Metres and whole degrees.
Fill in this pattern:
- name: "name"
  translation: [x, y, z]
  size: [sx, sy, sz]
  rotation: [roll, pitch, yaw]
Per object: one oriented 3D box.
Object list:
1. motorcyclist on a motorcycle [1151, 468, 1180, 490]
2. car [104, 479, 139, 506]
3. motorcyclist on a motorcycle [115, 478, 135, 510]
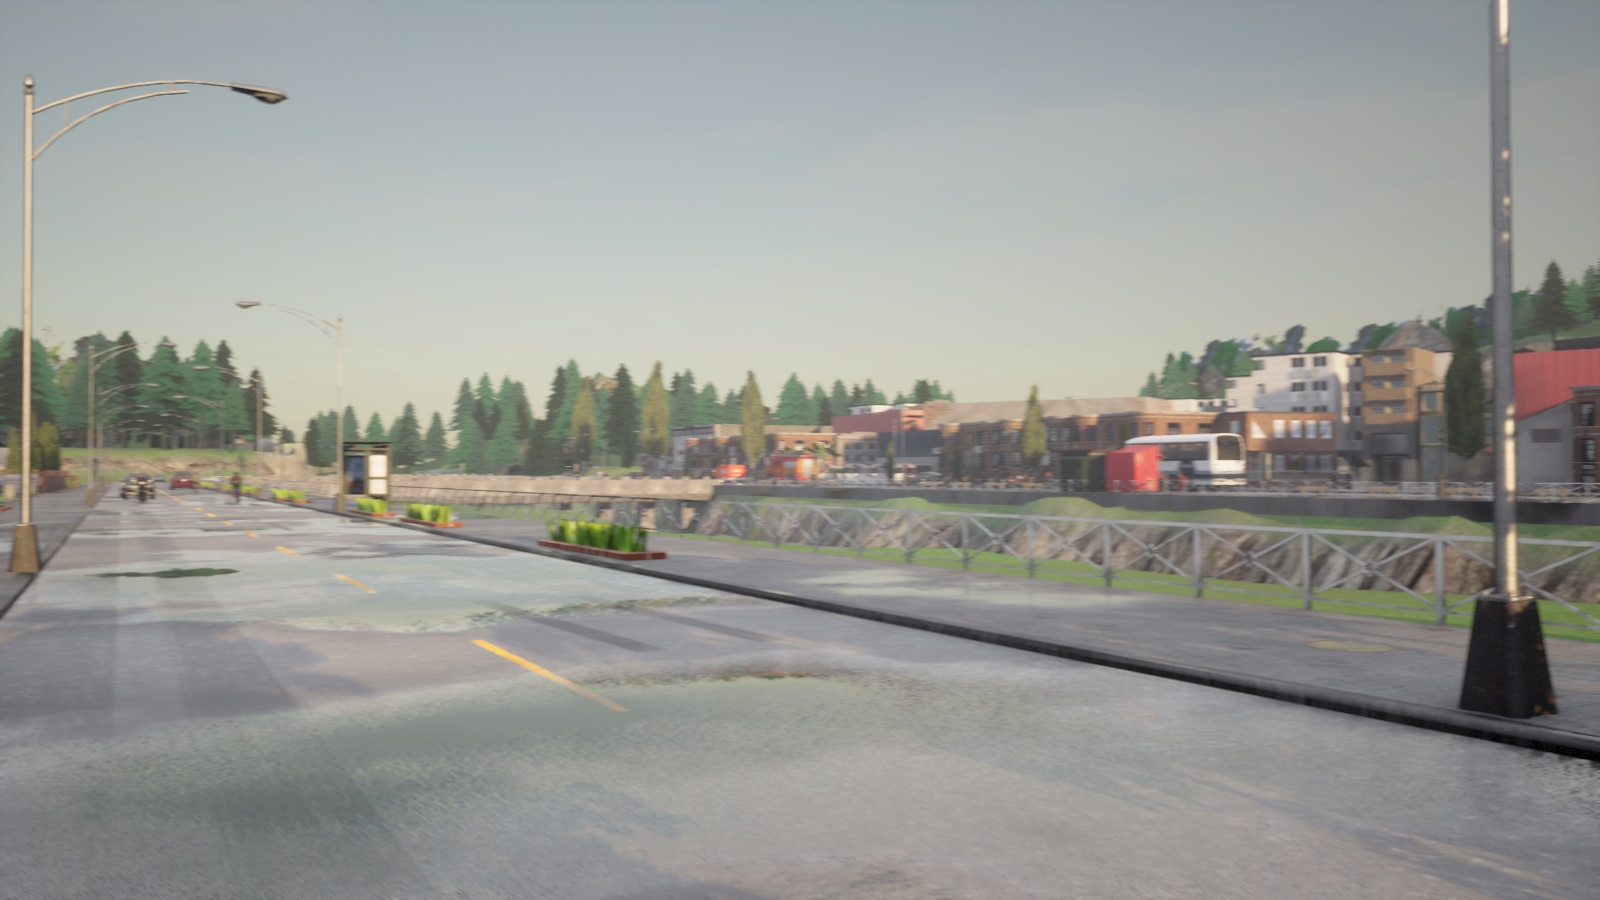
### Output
- name: "motorcyclist on a motorcycle"
  translation: [26.219, 2.071, 90.106]
  size: [0.797, 1.523, 2.044]
  rotation: [0, -1, -29]
- name: "car"
  translation: [-40.346, 2.505, 74.670]
  size: [1.789, 1.549, 3.705]
  rotation: [0, -1, -29]
- name: "motorcyclist on a motorcycle"
  translation: [-34.096, 2.219, 63.391]
  size: [0.866, 1.590, 1.817]
  rotation: [0, -1, -29]
